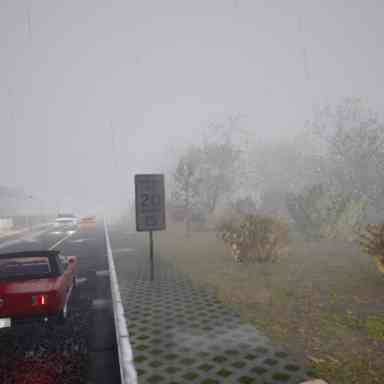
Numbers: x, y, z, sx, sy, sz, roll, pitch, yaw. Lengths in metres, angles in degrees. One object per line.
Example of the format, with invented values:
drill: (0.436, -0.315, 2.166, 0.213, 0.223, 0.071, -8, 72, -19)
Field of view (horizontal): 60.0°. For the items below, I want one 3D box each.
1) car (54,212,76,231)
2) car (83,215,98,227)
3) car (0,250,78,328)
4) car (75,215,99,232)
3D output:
car: (-15.474, 3.555, 40.817, 2.150, 2.045, 5.566, -1, -3, -15)
car: (-14.316, 4.095, 47.171, 1.837, 1.490, 4.892, -1, -3, -15)
car: (-3.718, 1.989, 7.618, 1.895, 1.301, 4.718, -1, -3, -15)
car: (-11.580, 3.511, 37.126, 1.882, 1.535, 5.008, -1, -3, -15)
